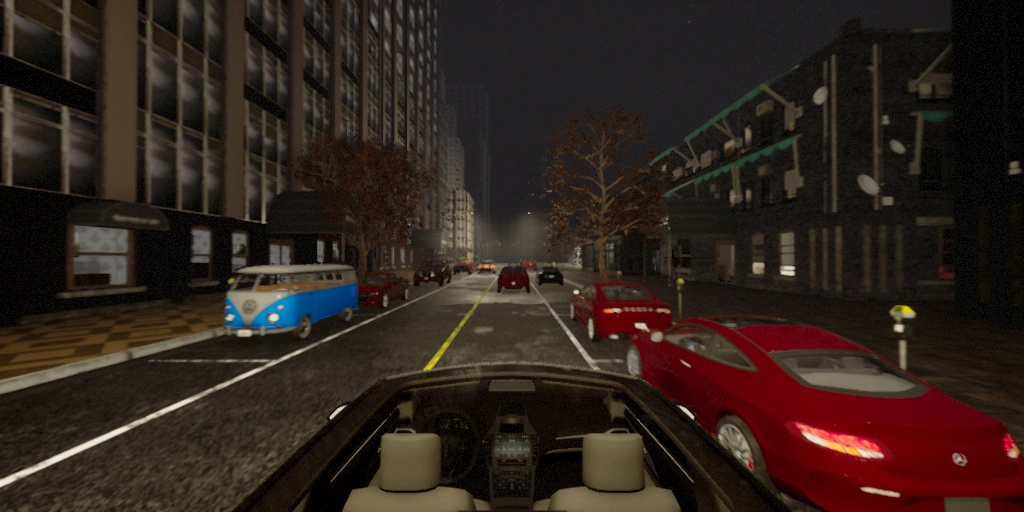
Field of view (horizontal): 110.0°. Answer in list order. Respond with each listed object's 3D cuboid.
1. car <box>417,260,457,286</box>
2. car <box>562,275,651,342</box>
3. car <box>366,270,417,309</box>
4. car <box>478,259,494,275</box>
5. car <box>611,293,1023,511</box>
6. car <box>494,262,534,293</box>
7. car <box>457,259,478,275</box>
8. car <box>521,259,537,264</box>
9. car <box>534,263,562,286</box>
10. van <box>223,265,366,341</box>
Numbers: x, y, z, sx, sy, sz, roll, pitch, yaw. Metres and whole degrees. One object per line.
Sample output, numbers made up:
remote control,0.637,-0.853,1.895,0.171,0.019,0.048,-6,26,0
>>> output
car,-5.694,1.183,26.337,2.192,1.841,5.009,0,0,0
car,2.690,1.332,9.727,1.888,1.381,4.507,0,0,0
car,-5.693,1.359,15.264,1.888,1.381,4.507,0,0,0
car,-3.014,1.307,43.591,2.097,1.767,4.553,0,0,0
car,2.690,1.343,4.189,1.802,1.307,4.207,0,0,0
car,0.095,1.323,21.835,1.882,1.535,5.008,0,0,0
car,-5.697,1.268,42.948,2.192,1.841,5.009,0,0,0
car,2.682,1.326,54.022,2.192,1.841,5.009,0,0,0
car,2.686,1.433,26.337,1.948,1.339,4.313,0,0,0
van,-5.692,1.129,9.726,1.690,1.789,3.998,0,0,0
